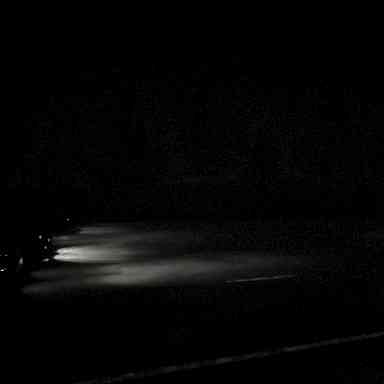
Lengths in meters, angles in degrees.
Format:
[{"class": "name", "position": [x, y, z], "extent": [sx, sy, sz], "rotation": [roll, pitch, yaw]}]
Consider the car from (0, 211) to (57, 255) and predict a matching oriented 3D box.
[{"class": "car", "position": [-6.945, 1.511, 11.104], "extent": [4.181, 1.385, 1.994], "rotation": [0, 0, -18]}]

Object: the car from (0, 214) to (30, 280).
[{"class": "car", "position": [-6.596, 1.450, 7.537], "extent": [4.902, 1.511, 2.128], "rotation": [0, 0, -18]}]

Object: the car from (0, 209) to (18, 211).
[{"class": "car", "position": [-10.127, 1.532, 13.748], "extent": [4.718, 1.301, 1.895], "rotation": [0, 0, -18]}]

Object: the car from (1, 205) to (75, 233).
[{"class": "car", "position": [-8.764, 1.448, 17.888], "extent": [4.674, 1.442, 1.812], "rotation": [0, 0, -18]}]
